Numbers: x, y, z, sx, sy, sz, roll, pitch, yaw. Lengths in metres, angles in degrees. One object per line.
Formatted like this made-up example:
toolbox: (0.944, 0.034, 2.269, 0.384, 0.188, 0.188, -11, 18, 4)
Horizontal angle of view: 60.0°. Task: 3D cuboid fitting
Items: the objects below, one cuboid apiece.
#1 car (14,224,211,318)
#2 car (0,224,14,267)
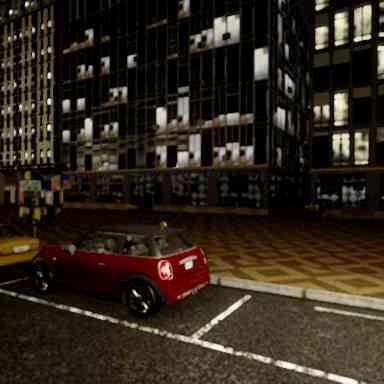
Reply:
car: (-1.737, 1.436, 7.398, 4.097, 1.590, 1.967, 0, 0, 30)
car: (-6.663, 1.519, 10.261, 4.829, 1.417, 1.752, 0, 0, 30)
